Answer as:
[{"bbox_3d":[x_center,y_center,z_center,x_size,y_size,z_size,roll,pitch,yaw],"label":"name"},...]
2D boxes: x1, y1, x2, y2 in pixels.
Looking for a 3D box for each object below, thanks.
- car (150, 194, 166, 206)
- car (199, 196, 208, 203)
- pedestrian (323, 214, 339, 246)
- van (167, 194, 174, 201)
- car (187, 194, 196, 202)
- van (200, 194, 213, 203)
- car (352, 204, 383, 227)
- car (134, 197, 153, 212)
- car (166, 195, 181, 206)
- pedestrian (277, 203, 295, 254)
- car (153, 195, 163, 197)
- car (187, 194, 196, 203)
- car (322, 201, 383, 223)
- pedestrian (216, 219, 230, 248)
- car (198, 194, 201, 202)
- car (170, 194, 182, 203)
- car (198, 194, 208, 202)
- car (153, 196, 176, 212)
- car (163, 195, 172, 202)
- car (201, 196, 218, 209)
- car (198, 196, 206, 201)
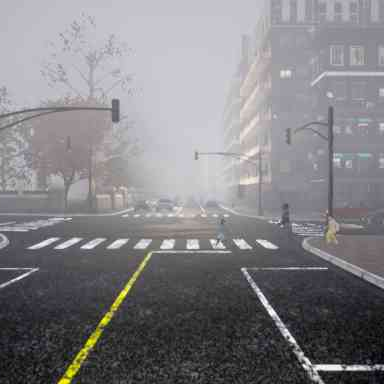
[{"bbox_3d":[-5.794,1.358,56.612,2.192,1.841,5.009,0,0,0],"label":"car"},{"bbox_3d":[2.553,1.617,73.518,1.887,1.381,4.507,0,0,0],"label":"car"},{"bbox_3d":[5.427,1.421,12.813,0.375,1.300,0.375,0,0,0],"label":"pedestrian"},{"bbox_3d":[-5.860,1.450,90.393,1.690,1.788,3.998,0,0,0],"label":"van"},{"bbox_3d":[-0.148,1.315,78.837,2.097,1.767,4.553,0,0,0],"label":"car"},{"bbox_3d":[2.597,1.376,50.998,1.690,1.788,3.998,0,0,0],"label":"van"},{"bbox_3d":[14.763,1.871,24.840,4.181,1.385,1.994,1,0,-1],"label":"car"},{"bbox_3d":[-5.762,1.587,39.721,1.947,1.339,4.313,0,0,0],"label":"car"},{"bbox_3d":[-3.185,1.640,53.716,1.895,1.301,4.718,0,0,0],"label":"car"},{"bbox_3d":[3.457,1.296,12.210,0.375,1.860,0.375,0,0,0],"label":"pedestrian"},{"bbox_3d":[-5.783,1.560,50.812,1.752,1.417,4.829,0,0,0],"label":"car"},{"bbox_3d":[-0.130,1.610,68.448,2.033,1.411,5.357,0,0,0],"label":"car"},{"bbox_3d":[13.415,1.609,27.435,5.009,1.841,2.192,1,-1,-1],"label":"car"},{"bbox_3d":[1.258,1.297,13.406,0.375,1.860,0.375,0,0,0],"label":"pedestrian"},{"bbox_3d":[2.575,1.492,62.258,1.967,1.590,4.097,0,0,0],"label":"car"},{"bbox_3d":[-3.131,1.568,69.184,1.837,1.490,4.892,0,0,0],"label":"car"},{"bbox_3d":[2.543,1.398,79.148,2.192,1.841,5.009,0,0,0],"label":"car"},{"bbox_3d":[-3.167,1.547,39.127,1.812,1.442,4.674,0,0,0],"label":"car"},{"bbox_3d":[-5.837,1.524,79.132,1.967,1.590,4.097,0,0,0],"label":"car"},{"bbox_3d":[2.608,1.572,45.367,1.887,1.381,4.507,0,0,0],"label":"car"},{"bbox_3d":[2.531,1.646,84.779,2.008,1.369,4.403,0,0,0],"label":"car"}]
